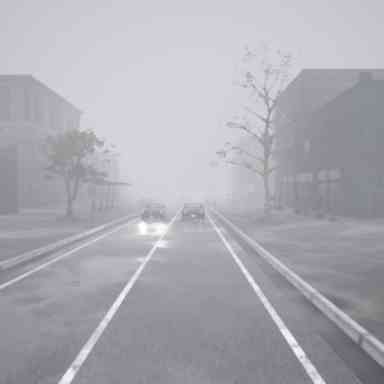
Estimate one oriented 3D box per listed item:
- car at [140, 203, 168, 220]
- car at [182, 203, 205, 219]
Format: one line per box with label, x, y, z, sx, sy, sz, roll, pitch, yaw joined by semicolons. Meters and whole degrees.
car;-3.101;1.588;27.689;1.895;1.301;4.718;0;0;0
car;0.097;1.587;28.441;1.895;1.301;4.718;0;0;0
